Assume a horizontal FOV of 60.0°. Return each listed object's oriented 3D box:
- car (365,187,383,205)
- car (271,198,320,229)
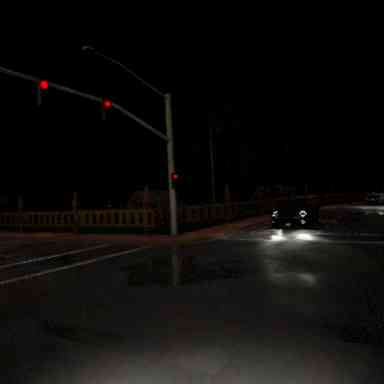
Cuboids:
[{"bbox_3d":[23.158,0.449,40.204,5.566,2.045,2.150,-2,-1,-36],"label":"car"},{"bbox_3d":[6.477,1.217,20.580,2.097,1.767,4.553,-3,-1,31],"label":"car"}]
